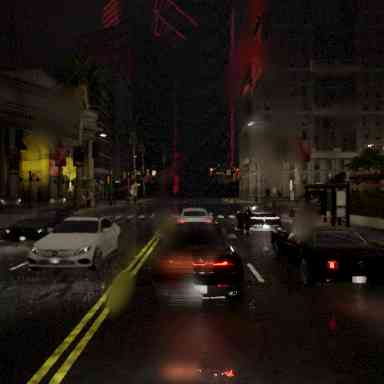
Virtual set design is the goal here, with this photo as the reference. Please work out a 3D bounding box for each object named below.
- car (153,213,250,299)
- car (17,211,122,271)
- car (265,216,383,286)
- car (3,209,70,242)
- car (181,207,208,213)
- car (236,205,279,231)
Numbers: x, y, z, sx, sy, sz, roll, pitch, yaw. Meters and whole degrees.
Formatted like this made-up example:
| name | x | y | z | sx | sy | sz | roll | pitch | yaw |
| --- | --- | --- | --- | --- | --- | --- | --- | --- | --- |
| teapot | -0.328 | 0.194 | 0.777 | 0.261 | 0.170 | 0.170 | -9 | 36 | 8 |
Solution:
| name | x | y | z | sx | sy | sz | roll | pitch | yaw |
| --- | --- | --- | --- | --- | --- | --- | --- | --- | --- |
| car | 0.122 | 1.505 | 8.398 | 1.837 | 1.490 | 4.892 | 0 | 0 | 0 |
| car | -3.570 | 1.526 | 10.997 | 1.812 | 1.442 | 4.674 | 0 | 0 | 0 |
| car | 3.616 | 1.601 | 9.397 | 1.895 | 1.301 | 4.718 | 0 | 0 | 0 |
| car | -7.034 | 1.547 | 16.494 | 2.033 | 1.411 | 5.357 | 0 | 0 | 1 |
| car | 0.122 | 1.525 | 17.498 | 1.812 | 1.442 | 4.674 | 0 | 0 | 0 |
| car | 3.627 | 1.491 | 18.664 | 2.128 | 1.511 | 4.902 | 0 | 0 | 0 |
